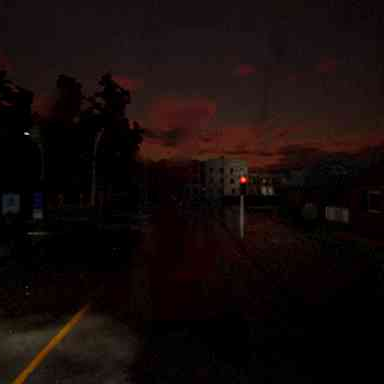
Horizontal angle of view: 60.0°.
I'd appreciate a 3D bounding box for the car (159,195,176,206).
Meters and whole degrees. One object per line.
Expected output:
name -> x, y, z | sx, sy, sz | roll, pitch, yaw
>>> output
car -> -4.066, 1.411, 52.951 | 1.882, 1.535, 5.008 | 0, 0, 0
